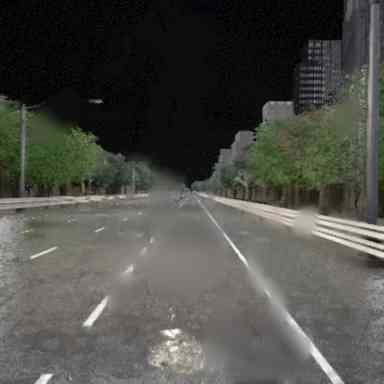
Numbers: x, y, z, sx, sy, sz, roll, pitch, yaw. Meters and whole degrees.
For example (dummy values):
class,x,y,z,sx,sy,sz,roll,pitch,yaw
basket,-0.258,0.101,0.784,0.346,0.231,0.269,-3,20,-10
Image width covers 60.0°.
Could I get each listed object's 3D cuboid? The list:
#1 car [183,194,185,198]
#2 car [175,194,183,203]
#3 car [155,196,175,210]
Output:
class,x,y,z,sx,sy,sz,roll,pitch,yaw
car,-3.546,1.514,90.977,1.837,1.490,4.892,1,0,0
car,-3.535,1.593,71.153,1.895,1.301,4.718,1,0,0
car,-3.513,1.460,41.492,1.837,1.490,4.892,1,0,0
